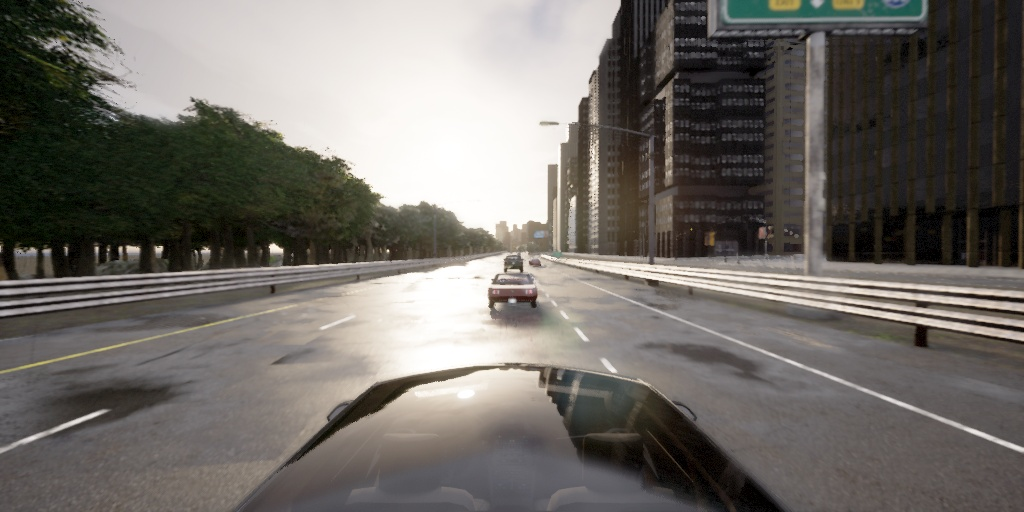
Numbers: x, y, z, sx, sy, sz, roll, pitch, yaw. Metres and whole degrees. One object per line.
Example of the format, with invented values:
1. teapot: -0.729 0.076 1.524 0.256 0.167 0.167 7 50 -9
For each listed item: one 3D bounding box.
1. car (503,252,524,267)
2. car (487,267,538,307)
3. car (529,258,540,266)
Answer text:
1. car: 0.189 0.859 41.385 2.150 2.045 5.566 0 0 1
2. car: 0.027 1.342 15.341 1.895 1.301 4.718 0 0 0
3. car: 4.053 1.043 64.439 1.994 1.385 4.181 0 0 1
